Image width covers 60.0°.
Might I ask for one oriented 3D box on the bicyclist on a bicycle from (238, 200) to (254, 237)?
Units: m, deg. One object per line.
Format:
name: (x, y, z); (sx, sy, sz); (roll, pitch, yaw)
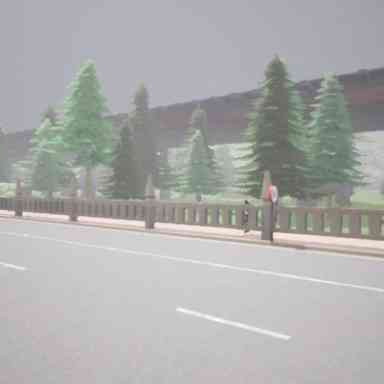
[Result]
bicyclist on a bicycle: (2.429, 1.174, 14.673); (0.582, 1.620, 1.656); (0, -3, 34)
